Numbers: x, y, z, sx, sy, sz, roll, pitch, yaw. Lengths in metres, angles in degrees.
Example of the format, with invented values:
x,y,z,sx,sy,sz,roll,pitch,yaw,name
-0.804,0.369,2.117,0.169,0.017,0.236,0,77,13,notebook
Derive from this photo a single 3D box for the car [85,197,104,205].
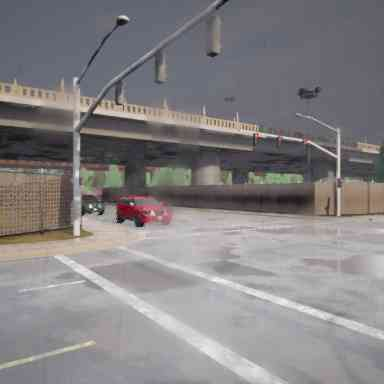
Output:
x,y,z,sx,sy,sz,roll,pitch,yaw,name
-18.327,1.619,62.405,1.994,1.385,4.181,0,0,-36,car

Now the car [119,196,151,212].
x,y,z,sx,sy,sz,roll,pitch,yaw,name
-7.051,1.407,40.637,2.097,1.767,4.553,0,0,-36,car

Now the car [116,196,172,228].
x,y,z,sx,sy,sz,roll,pitch,yaw,name
-3.503,1.277,23.187,2.150,2.045,5.566,0,0,-33,car

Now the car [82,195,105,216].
x,y,z,sx,sy,sz,roll,pitch,yaw,name
-10.591,1.279,33.214,2.150,2.045,5.566,0,0,-36,car
